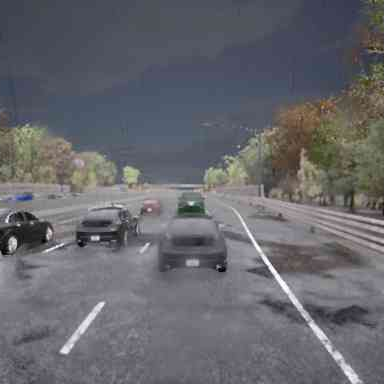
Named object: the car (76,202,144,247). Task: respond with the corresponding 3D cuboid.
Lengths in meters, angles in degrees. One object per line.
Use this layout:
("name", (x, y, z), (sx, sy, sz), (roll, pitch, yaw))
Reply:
("car", (-3.486, 1.402, 14.377), (1.837, 1.490, 4.892), (0, 0, 0))

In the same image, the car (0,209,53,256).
("car", (-6.983, 1.411, 12.661), (1.837, 1.490, 4.892), (0, -1, 0))

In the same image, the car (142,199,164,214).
("car", (-3.568, 1.317, 30.208), (1.812, 1.442, 4.674), (0, 0, 0))

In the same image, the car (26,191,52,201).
("car", (-21.321, 1.041, 47.754), (2.097, 1.767, 4.553), (0, 0, 0))

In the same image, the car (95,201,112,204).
("car", (-7.061, 1.411, 27.571), (1.895, 1.301, 4.718), (0, 0, 0))

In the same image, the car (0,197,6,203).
("car", (-28.282, 1.195, 45.594), (2.128, 1.511, 4.902), (0, 0, -1))

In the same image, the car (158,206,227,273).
("car", (0.018, 1.431, 10.433), (1.837, 1.490, 4.892), (0, 1, 0))

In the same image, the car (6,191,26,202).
("car", (-24.818, 0.913, 48.019), (2.150, 2.045, 5.566), (0, 0, 0))

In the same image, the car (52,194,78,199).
("car", (-17.824, 1.039, 47.901), (2.097, 1.767, 4.553), (0, 0, 0))

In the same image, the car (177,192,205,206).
("car", (-0.060, 1.023, 28.270), (2.150, 2.045, 5.566), (0, 0, 0))
